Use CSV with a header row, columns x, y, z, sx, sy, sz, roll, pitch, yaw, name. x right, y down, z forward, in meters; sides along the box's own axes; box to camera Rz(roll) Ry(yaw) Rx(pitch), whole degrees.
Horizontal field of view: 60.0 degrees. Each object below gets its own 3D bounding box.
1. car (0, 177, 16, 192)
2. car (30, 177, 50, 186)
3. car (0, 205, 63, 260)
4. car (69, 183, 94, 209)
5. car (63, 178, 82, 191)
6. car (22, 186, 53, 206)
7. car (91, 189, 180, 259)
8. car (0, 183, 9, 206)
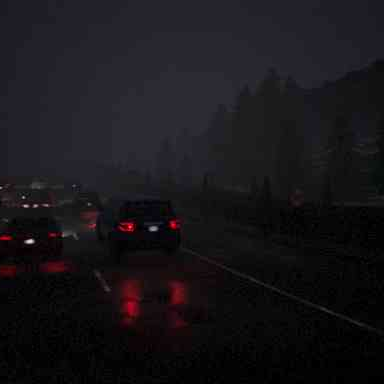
x,y,z,sx,sy,sz,roll,pitch,yaw,name
-20.190,-0.894,35.740,1.812,1.442,4.674,-1,7,-23,car
-17.074,-0.959,37.351,1.812,1.442,4.674,-1,7,-23,car
-5.935,1.469,12.382,1.994,1.385,4.181,-1,2,-24,car
-8.649,0.421,27.074,1.837,1.490,4.892,-1,6,-23,car
-13.786,-0.935,38.570,1.994,1.385,4.181,-1,7,-23,car
-10.978,0.701,23.646,2.033,1.411,5.357,-1,5,-23,car
-2.263,1.127,12.702,2.150,2.045,5.566,-1,2,-24,car
-15.030,0.491,24.196,2.128,1.511,4.902,-1,6,-23,car
